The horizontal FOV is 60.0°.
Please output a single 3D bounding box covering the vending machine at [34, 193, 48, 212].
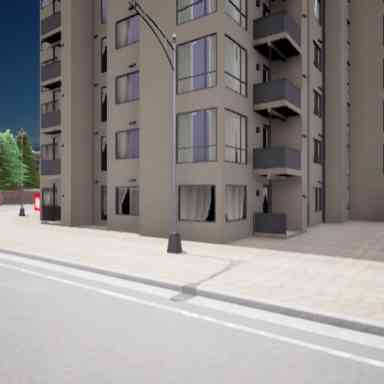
[{"bbox_3d":[-16.946,1.178,37.239,1.100,2.100,0.880,0,0,11],"label":"vending machine"}]
